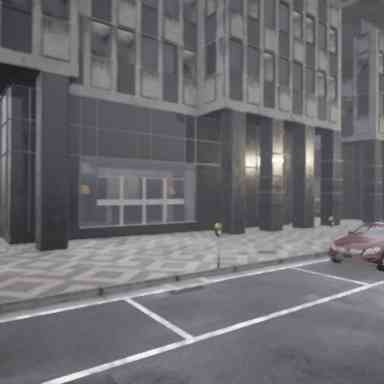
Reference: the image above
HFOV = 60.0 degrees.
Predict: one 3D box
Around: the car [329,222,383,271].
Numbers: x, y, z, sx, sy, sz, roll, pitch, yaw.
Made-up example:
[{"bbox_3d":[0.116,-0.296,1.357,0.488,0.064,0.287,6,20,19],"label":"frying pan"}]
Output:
[{"bbox_3d":[6.360,1.697,11.187,4.206,1.307,1.802,1,-1,-35],"label":"car"}]
